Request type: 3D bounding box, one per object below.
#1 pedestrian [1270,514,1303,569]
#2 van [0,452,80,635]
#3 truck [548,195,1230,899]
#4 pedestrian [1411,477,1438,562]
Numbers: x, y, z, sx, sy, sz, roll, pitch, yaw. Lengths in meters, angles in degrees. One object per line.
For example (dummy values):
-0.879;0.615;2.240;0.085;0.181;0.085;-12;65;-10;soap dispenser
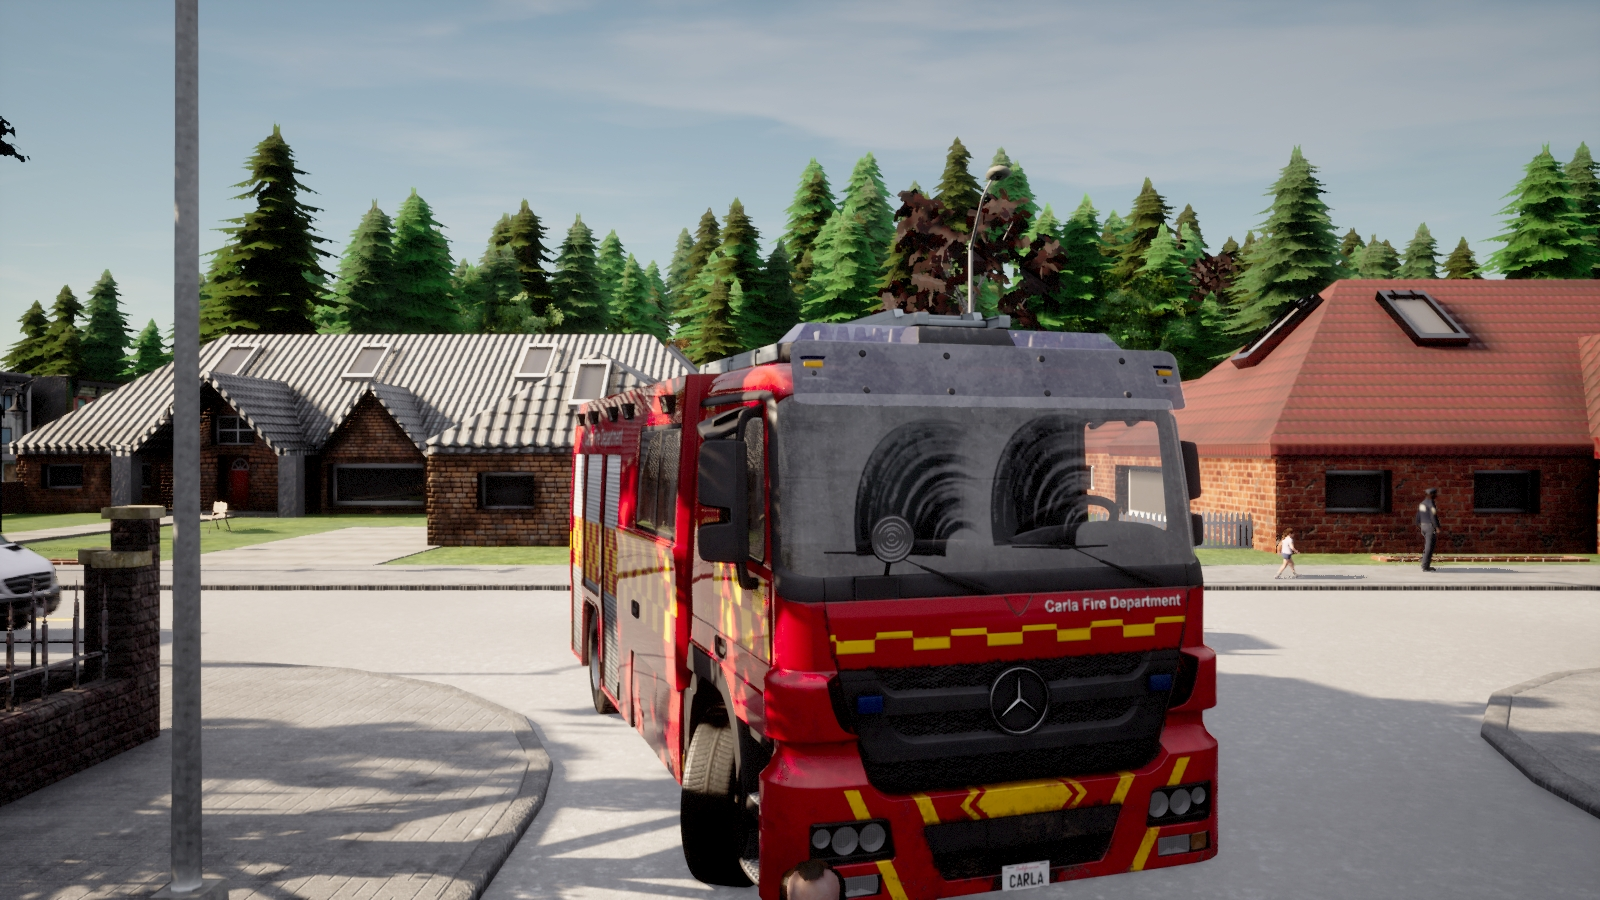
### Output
10.177;1.905;23.913;0.500;1.100;0.500;0;0;2;pedestrian
-14.200;1.314;16.860;5.915;2.561;1.988;0;0;0;van
-0.279;0.670;10.050;2.891;3.827;8.468;0;0;-19;truck
13.794;1.524;25.242;0.375;1.860;0.375;0;0;0;pedestrian
